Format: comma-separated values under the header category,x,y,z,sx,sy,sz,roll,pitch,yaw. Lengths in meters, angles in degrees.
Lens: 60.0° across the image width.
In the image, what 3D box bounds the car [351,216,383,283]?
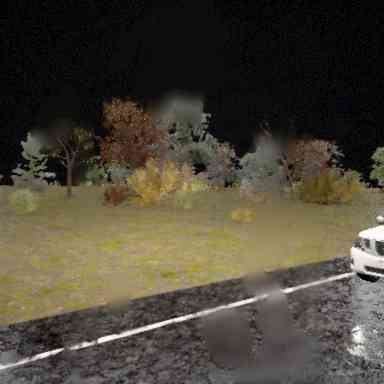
category,x,y,z,sx,sy,sz,roll,pitch,yaw
car,6.413,1.225,8.620,5.566,2.045,2.150,0,0,-36
